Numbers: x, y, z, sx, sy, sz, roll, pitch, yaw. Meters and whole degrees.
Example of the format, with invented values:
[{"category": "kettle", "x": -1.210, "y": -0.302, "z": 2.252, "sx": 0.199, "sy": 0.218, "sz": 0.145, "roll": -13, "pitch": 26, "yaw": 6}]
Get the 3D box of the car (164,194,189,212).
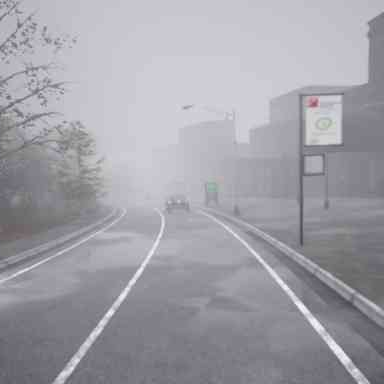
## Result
[{"category": "car", "x": -1.616, "y": 0.979, "z": 33.547, "sx": 2.097, "sy": 1.767, "sz": 4.553, "roll": -3, "pitch": 1, "yaw": -9}]
